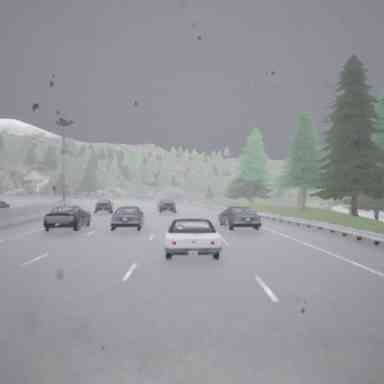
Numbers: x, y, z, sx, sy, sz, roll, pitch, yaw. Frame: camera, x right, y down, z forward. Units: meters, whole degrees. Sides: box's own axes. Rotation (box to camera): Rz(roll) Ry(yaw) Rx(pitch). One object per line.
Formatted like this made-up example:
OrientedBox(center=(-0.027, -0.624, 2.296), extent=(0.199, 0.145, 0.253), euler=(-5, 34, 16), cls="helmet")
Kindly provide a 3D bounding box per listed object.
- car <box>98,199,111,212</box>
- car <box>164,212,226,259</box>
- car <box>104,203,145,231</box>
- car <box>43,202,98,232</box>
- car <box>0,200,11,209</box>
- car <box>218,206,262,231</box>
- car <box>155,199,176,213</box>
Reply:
OrientedBox(center=(-10.329, 1.641, 39.051), extent=(1.837, 1.490, 4.892), euler=(1, 0, -13), cls="car")
OrientedBox(center=(-0.046, 1.645, 12.742), extent=(1.895, 1.301, 4.718), euler=(0, 0, -2), cls="car")
OrientedBox(center=(-4.090, 1.622, 21.476), extent=(2.033, 1.411, 5.357), euler=(0, 0, -6), cls="car")
OrientedBox(center=(-7.523, 1.563, 20.435), extent=(2.128, 1.511, 4.902), euler=(0, 0, -5), cls="car")
OrientedBox(center=(-20.341, 1.596, 34.323), extent=(1.882, 1.535, 5.008), euler=(0, 0, -11), cls="car")
OrientedBox(center=(2.939, 1.622, 21.447), extent=(2.033, 1.411, 5.357), euler=(0, 0, -6), cls="car")
OrientedBox(center=(-3.116, 1.641, 39.028), extent=(1.837, 1.490, 4.892), euler=(1, 0, -12), cls="car")
